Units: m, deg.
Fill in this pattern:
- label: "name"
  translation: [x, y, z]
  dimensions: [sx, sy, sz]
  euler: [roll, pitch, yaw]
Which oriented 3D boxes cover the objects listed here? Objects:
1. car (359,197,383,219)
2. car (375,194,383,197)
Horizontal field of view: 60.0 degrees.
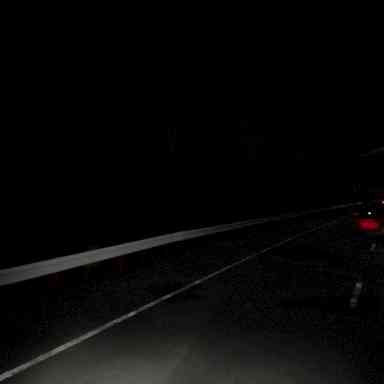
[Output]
- label: "car"
  translation: [16.120, 1.505, 29.556]
  dimensions: [1.837, 1.490, 4.892]
  euler: [0, 0, 35]
- label: "car"
  translation: [22.196, 1.221, 38.082]
  dimensions: [2.150, 2.045, 5.566]
  euler: [0, 0, 36]
